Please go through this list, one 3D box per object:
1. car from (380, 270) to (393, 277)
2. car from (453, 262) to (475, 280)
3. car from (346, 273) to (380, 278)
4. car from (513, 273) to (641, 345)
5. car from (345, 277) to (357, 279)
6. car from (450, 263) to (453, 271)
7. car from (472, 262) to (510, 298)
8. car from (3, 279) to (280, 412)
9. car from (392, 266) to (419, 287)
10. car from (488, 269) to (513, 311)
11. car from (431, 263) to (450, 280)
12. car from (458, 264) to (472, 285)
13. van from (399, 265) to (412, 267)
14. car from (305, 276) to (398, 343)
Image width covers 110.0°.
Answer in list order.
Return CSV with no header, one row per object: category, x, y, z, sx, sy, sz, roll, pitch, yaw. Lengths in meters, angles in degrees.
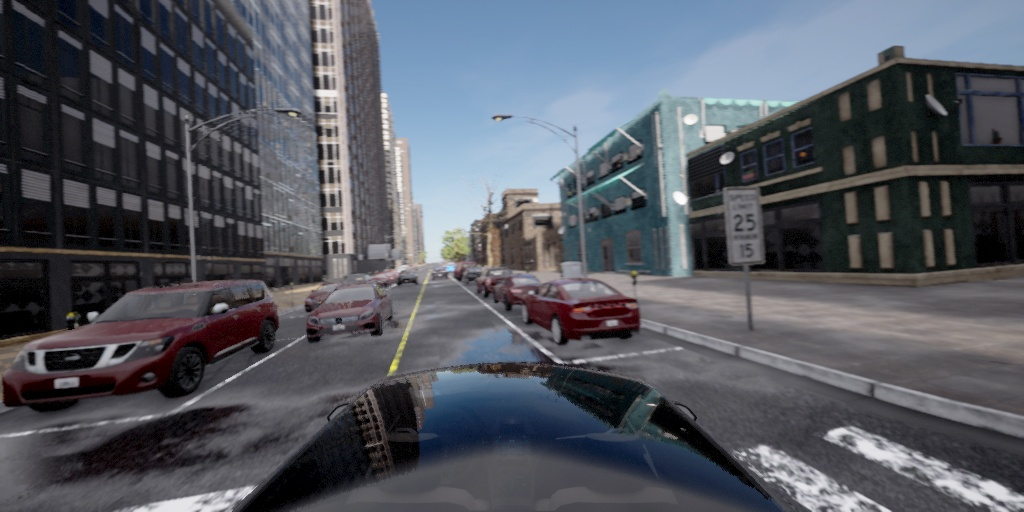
car,-12.607,2.295,34.478,1.802,1.307,4.207,0,0,-12
car,-4.437,1.540,36.284,2.192,1.841,5.009,0,0,-12
car,-10.226,1.937,23.646,1.967,1.591,4.097,0,0,-12
car,1.515,1.224,9.203,1.888,1.381,4.507,0,0,-12
car,-9.035,1.970,18.231,1.802,1.307,4.207,0,0,-12
car,-5.629,1.646,41.703,2.192,1.841,5.009,0,0,-12
car,-0.866,1.340,20.037,1.967,1.591,4.097,0,0,-12
car,-6.654,1.482,7.398,2.192,1.841,5.009,0,0,-12
car,-9.941,2.055,34.345,1.837,1.490,4.892,-3,-1,-12
car,0.325,1.371,14.618,1.802,1.307,4.207,0,0,-12
car,-8.628,2.013,42.946,2.128,1.511,4.902,-3,0,-12
car,-3.247,1.669,30.868,2.007,1.370,4.403,0,0,-12
van,-18.562,2.573,61.562,1.690,1.789,3.998,0,0,-12
car,-4.939,1.614,11.440,1.812,1.442,4.674,-3,0,-12
